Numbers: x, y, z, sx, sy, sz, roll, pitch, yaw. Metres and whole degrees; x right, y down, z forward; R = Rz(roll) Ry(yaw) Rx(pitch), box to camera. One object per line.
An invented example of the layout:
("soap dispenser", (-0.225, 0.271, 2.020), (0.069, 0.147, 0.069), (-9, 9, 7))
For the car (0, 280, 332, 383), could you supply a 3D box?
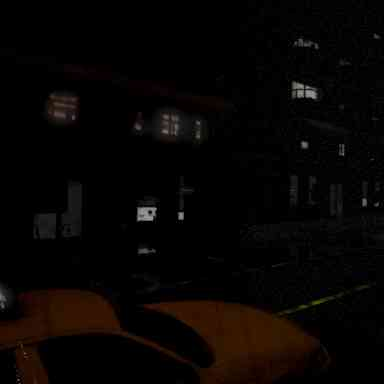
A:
("car", (-1.061, 1.456, 2.524), (5.366, 1.575, 1.801), (0, 0, -35))
